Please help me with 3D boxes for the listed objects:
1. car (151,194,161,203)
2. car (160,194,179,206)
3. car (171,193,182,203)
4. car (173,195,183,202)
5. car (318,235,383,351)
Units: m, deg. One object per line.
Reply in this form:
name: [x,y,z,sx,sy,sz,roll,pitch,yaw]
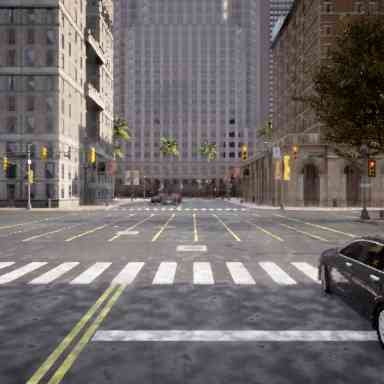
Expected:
car: [-7.086,1.547,66.797,2.033,1.411,5.357,0,0,1]
car: [-3.687,1.491,55.253,2.128,1.511,4.902,0,0,0]
car: [-3.544,1.222,69.130,2.150,2.045,5.566,0,0,1]
car: [-3.443,1.518,80.807,2.128,1.511,4.902,0,0,0]
car: [3.684,1.505,5.833,1.837,1.490,4.892,-1,0,5]
